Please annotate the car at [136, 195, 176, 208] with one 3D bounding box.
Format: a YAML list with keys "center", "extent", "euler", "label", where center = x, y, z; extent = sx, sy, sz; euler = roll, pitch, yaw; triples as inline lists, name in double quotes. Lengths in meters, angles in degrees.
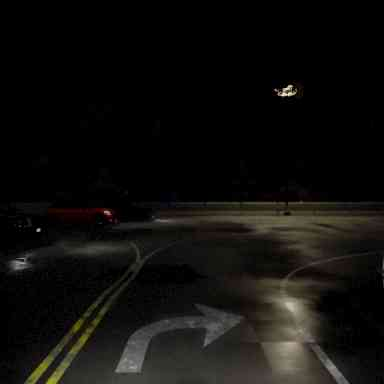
- center: [-4.567, 1.247, 43.150]
  extent: [5.008, 1.535, 1.882]
  euler: [0, 1, -1]
  label: "car"

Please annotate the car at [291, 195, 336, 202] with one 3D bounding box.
- center: [14.764, 1.154, 39.833]
  extent: [4.553, 1.767, 2.097]
  euler: [0, 1, -1]
  label: "car"

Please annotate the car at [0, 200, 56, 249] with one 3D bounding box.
- center: [-9.288, 1.272, 14.587]
  extent: [5.566, 2.045, 2.150]
  euler: [0, 0, 7]
  label: "car"

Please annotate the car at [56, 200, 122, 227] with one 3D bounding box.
- center: [-7.268, 1.330, 21.923]
  extent: [4.553, 1.767, 2.097]
  euler: [0, 1, -1]
  label: "car"

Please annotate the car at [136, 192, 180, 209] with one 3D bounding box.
- center: [-4.108, 1.027, 39.650]
  extent: [5.566, 2.045, 2.150]
  euler: [0, 1, -1]
  label: "car"

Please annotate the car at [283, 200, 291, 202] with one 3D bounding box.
- center: [13.884, 1.331, 43.326]
  extent: [4.181, 1.385, 1.994]
  euler: [0, 1, -1]
  label: "car"

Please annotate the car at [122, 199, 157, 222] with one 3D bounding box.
- center: [-5.664, 1.491, 25.440]
  extent: [5.357, 1.411, 2.033]
  euler: [0, 1, -1]
  label: "car"
